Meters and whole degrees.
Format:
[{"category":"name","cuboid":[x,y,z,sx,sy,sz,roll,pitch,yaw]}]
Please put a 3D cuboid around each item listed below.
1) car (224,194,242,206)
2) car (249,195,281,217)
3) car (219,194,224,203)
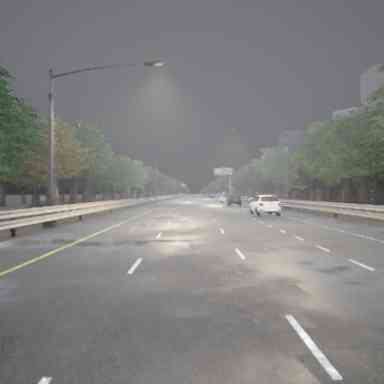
[{"category":"car","cuboid":[7.201,1.382,57.123,2.150,2.045,5.566,0,0,0]},{"category":"car","cuboid":[7.070,1.298,32.469,2.150,2.045,5.566,0,0,0]},{"category":"car","cuboid":[7.332,1.445,74.268,2.150,2.045,5.566,0,0,1]}]
